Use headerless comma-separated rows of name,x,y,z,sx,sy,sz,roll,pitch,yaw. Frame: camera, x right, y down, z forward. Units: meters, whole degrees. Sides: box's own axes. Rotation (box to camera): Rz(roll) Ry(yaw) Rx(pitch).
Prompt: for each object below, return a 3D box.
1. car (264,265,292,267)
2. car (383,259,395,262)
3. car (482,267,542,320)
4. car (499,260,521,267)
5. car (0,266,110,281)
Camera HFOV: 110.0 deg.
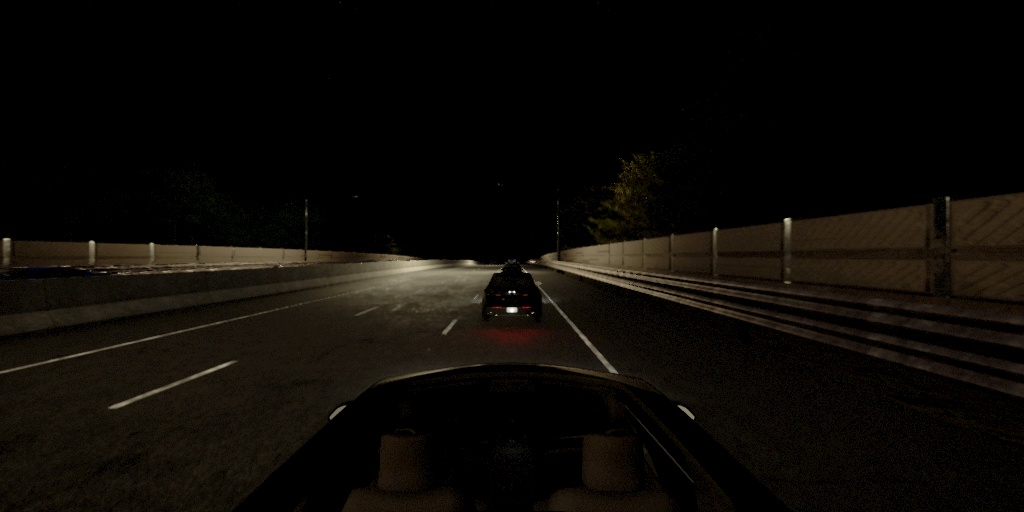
car,-17.541,1.341,26.506,1.895,1.301,4.718,0,0,1
car,-21.028,1.312,61.764,2.128,1.511,4.902,0,0,1
car,0.000,1.296,12.566,1.837,1.490,4.892,0,0,0
car,-0.002,1.339,36.191,1.895,1.301,4.718,0,0,0
car,-21.092,1.222,15.876,1.882,1.535,5.008,0,0,0
